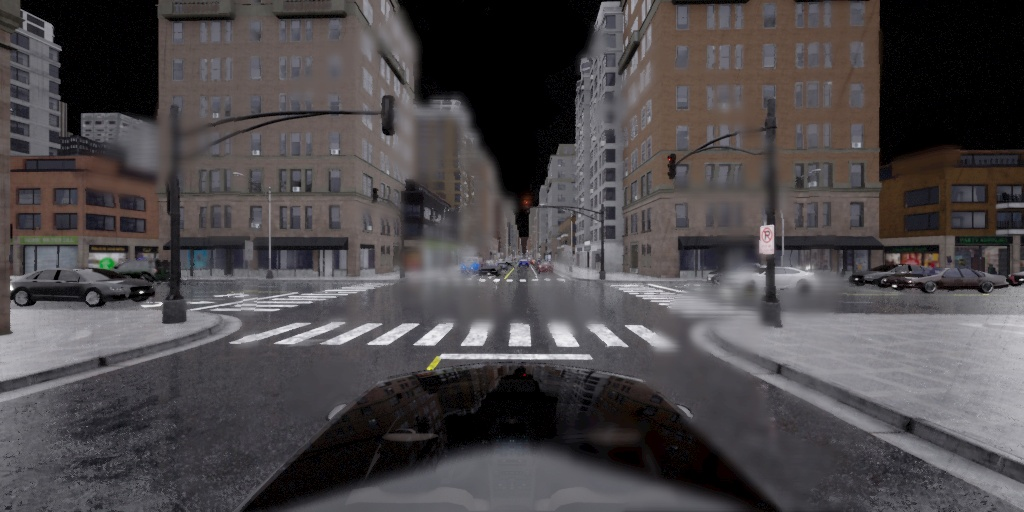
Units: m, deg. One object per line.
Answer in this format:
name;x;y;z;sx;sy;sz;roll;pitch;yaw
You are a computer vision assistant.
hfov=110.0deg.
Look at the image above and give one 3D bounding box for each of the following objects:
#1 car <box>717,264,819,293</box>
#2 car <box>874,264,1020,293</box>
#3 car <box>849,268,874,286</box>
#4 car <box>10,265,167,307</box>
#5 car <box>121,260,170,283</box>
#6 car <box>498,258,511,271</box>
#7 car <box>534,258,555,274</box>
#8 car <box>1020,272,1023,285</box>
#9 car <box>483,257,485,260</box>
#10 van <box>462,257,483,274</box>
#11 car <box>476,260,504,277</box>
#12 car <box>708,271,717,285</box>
car;14.787;1.291;20.556;4.674;1.442;1.812;0;0;3
car;24.374;1.326;20.275;5.357;1.411;2.033;0;0;2
car;25.083;1.284;23.506;4.892;1.490;1.837;0;0;2
car;-17.632;1.239;14.806;4.892;1.490;1.837;0;0;2
car;-26.076;1.082;25.007;4.553;1.767;2.097;0;0;2
car;-1.601;1.343;49.964;1.994;1.385;4.181;0;0;2
car;3.850;1.210;40.883;1.967;1.591;4.097;0;0;2
car;35.065;1.360;23.204;4.181;1.385;1.994;0;0;2
car;-4.479;1.091;46.695;2.192;1.841;5.009;0;0;2
van;-4.671;1.111;41.175;1.690;1.789;3.998;0;0;2
car;-2.111;1.366;35.854;1.895;1.301;4.718;0;0;2
car;15.666;1.258;23.783;4.902;1.511;2.128;0;0;2
